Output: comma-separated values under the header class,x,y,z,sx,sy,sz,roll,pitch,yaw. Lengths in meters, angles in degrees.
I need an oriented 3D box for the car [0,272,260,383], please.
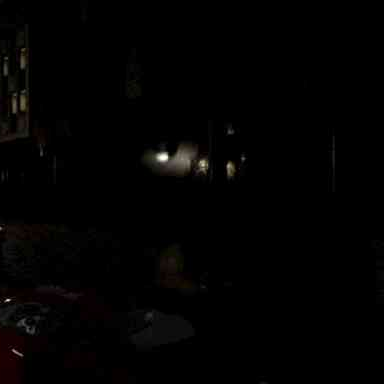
class,x,y,z,sx,sy,sz,roll,pitch,yaw
car,-1.322,1.613,3.790,4.206,1.307,1.802,-1,0,35
